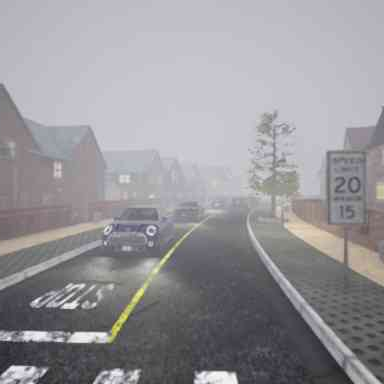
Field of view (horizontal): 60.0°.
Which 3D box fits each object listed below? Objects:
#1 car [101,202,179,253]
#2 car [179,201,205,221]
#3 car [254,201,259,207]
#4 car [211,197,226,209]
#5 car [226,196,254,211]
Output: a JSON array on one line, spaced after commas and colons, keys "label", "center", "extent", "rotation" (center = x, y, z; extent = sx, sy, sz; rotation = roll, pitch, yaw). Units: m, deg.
[{"label": "car", "center": [-2.015, 1.341, 13.592], "extent": [2.097, 1.767, 4.553], "rotation": [0, 0, 6]}, {"label": "car", "center": [-0.136, 1.447, 27.178], "extent": [1.882, 1.535, 5.008], "rotation": [0, 0, 11]}, {"label": "car", "center": [8.876, 1.408, 50.367], "extent": [1.837, 1.490, 4.892], "rotation": [0, 0, 21]}, {"label": "car", "center": [3.767, 1.426, 43.545], "extent": [2.128, 1.511, 4.902], "rotation": [0, 0, 16]}, {"label": "car", "center": [5.966, 1.285, 40.789], "extent": [2.097, 1.767, 4.553], "rotation": [0, 0, 16]}]
